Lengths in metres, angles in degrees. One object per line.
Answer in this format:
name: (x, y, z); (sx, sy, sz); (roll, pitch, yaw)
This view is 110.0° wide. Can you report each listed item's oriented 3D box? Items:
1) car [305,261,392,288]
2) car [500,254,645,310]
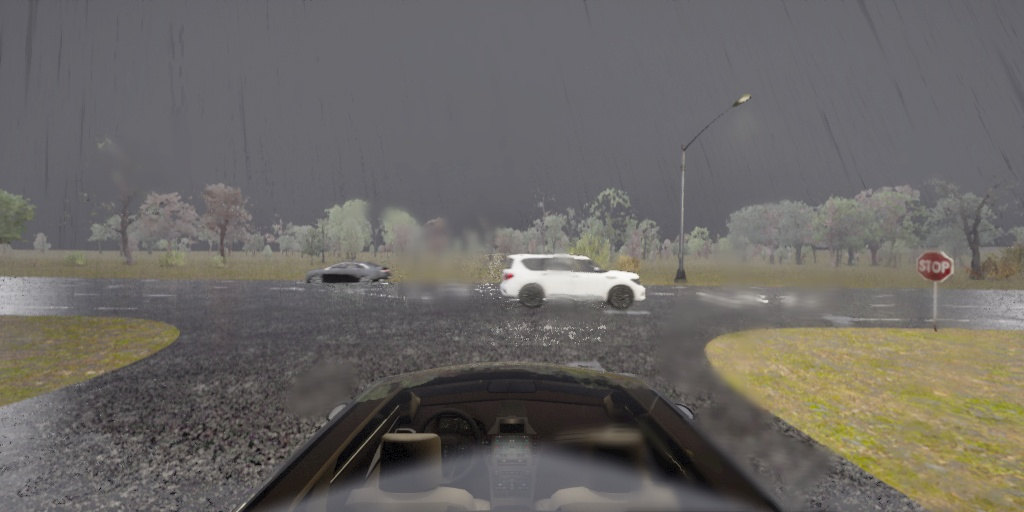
car: (-9.756, 1.055, 21.505); (4.902, 1.511, 2.128); (1, 1, 1)
car: (2.307, 0.962, 14.315); (5.566, 2.045, 2.150); (1, 0, 1)
